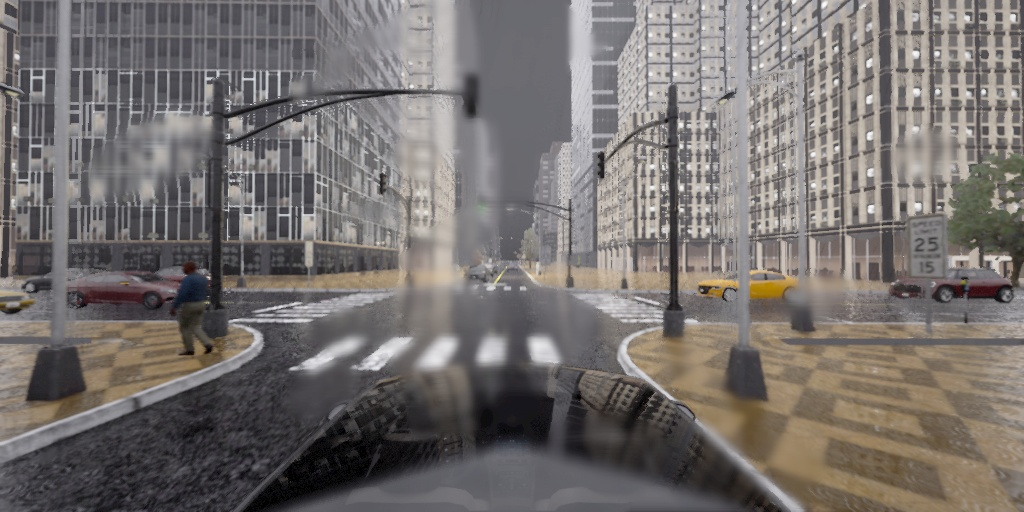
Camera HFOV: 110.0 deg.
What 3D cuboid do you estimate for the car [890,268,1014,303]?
[{"bbox_3d":[22.343,1.402,18.369,4.553,1.767,2.097,0,-1,-1],"label":"car"}]

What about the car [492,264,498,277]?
[{"bbox_3d":[-3.054,1.690,42.402,2.128,1.511,4.902,0,-1,0],"label":"car"}]

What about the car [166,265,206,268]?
[{"bbox_3d":[-19.191,1.320,20.443,4.097,1.591,1.967,0,0,-1],"label":"car"}]

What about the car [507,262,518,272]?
[{"bbox_3d":[0.060,1.963,62.225,2.033,1.411,5.357,0,-1,0],"label":"car"}]

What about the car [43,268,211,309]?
[{"bbox_3d":[-15.394,1.340,14.596,4.674,1.442,1.812,0,-1,-2],"label":"car"}]

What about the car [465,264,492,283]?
[{"bbox_3d":[-3.065,1.592,32.177,1.837,1.490,4.892,0,-1,0],"label":"car"}]

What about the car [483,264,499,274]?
[{"bbox_3d":[-3.041,1.869,53.576,2.033,1.411,5.357,0,-1,0],"label":"car"}]

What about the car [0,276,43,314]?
[{"bbox_3d":[-18.889,1.277,11.808,4.829,1.417,1.751,0,0,-1],"label":"car"}]

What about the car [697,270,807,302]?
[{"bbox_3d":[12.070,1.480,18.205,5.008,1.535,1.882,0,-1,-2],"label":"car"}]

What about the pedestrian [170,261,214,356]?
[{"bbox_3d":[-6.049,0.947,6.793,0.375,1.860,0.375,0,-1,0],"label":"pedestrian"}]
